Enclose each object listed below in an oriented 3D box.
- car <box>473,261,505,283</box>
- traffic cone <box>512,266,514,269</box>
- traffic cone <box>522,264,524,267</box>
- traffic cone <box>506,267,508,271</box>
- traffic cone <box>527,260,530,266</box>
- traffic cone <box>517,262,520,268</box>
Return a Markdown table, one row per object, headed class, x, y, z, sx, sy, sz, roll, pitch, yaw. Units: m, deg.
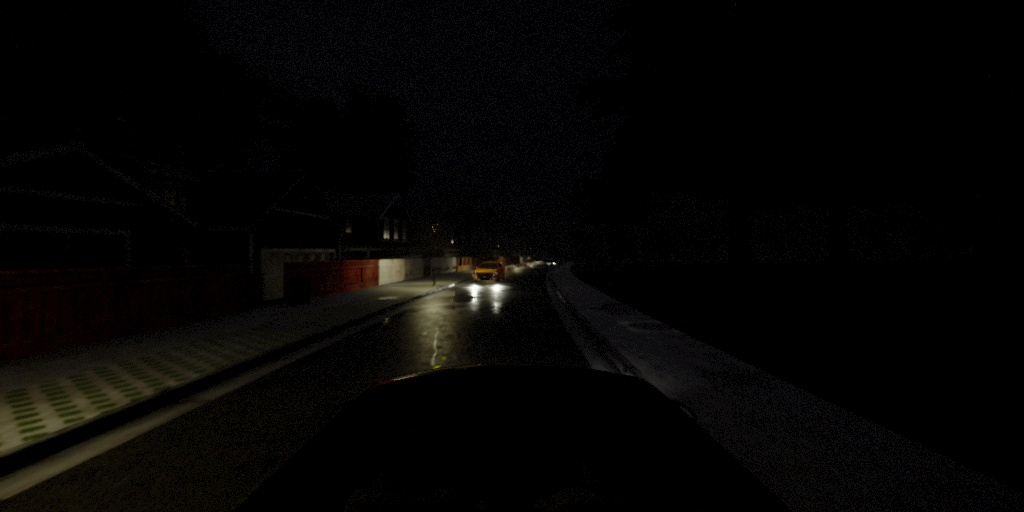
| class | x | y | z | sx | sy | sz | roll | pitch | yaw |
| --- | --- | --- | --- | --- | --- | --- | --- | --- | --- |
| car | -1.678 | 1.158 | 27.210 | 1.882 | 1.535 | 5.008 | 0 | 0 | 5 |
| traffic cone | 0.110 | 1.573 | 50.373 | 0.340 | 0.580 | 0.340 | 0 | 0 | 9 |
| traffic cone | 1.878 | 1.549 | 60.297 | 0.340 | 0.580 | 0.340 | 0 | 0 | 11 |
| traffic cone | -0.653 | 1.586 | 45.391 | 0.340 | 0.580 | 0.340 | 0 | 0 | 8 |
| traffic cone | 2.883 | 1.537 | 65.237 | 0.340 | 0.580 | 0.340 | 0 | 0 | 12 |
| traffic cone | 0.954 | 1.561 | 55.342 | 0.340 | 0.580 | 0.340 | 0 | 0 | 10 |
